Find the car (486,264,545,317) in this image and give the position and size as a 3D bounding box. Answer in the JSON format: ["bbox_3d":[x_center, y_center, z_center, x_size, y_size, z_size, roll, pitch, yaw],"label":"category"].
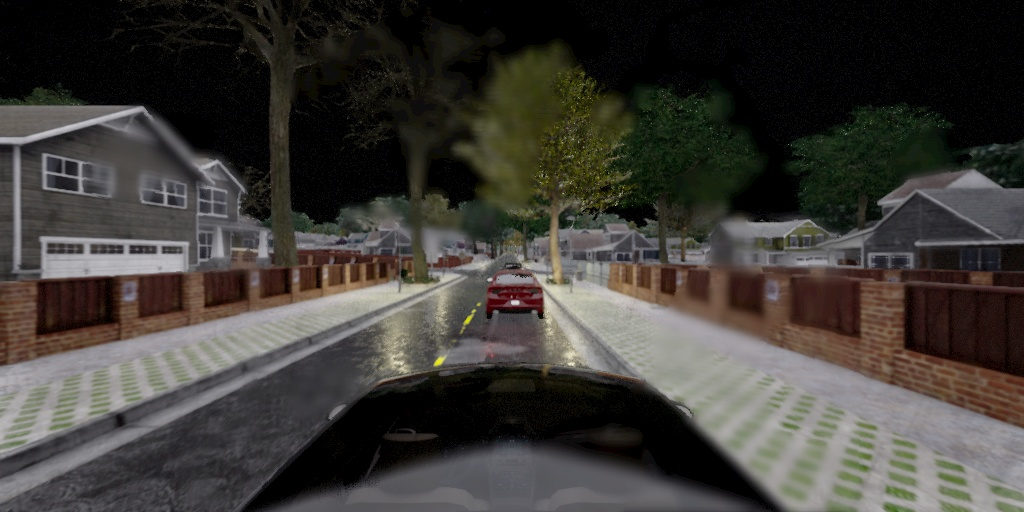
[{"bbox_3d":[0.096,1.248,13.228,1.882,1.535,5.008,0,0,0],"label":"car"}]
